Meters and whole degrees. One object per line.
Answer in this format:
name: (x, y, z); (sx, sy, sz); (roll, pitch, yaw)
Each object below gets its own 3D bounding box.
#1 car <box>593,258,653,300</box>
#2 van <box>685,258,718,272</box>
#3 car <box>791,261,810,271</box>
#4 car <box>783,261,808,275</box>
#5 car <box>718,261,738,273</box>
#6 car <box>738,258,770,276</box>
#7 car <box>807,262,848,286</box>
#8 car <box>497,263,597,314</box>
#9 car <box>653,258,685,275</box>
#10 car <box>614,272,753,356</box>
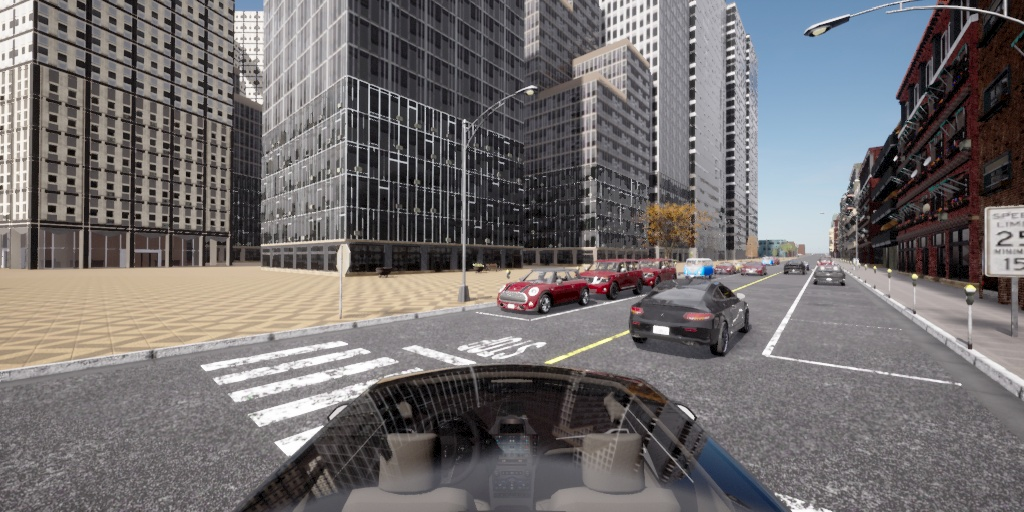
car: (4.971, 1.069, 18.044); (2.192, 1.841, 5.009); (0, 0, 41)
van: (16.068, 1.095, 30.844); (1.690, 1.789, 3.998); (0, 0, 41)
car: (39.300, 1.333, 48.825); (1.895, 1.301, 4.718); (0, 0, 41)
car: (31.163, 1.250, 39.437); (1.837, 1.490, 4.892); (0, 0, 41)
car: (23.466, 1.331, 39.377); (1.802, 1.307, 4.207); (0, 0, 41)
car: (25.197, 1.275, 37.268); (1.812, 1.442, 4.674); (0, 0, 41)
car: (22.413, 1.304, 25.369); (2.007, 1.370, 4.403); (0, 0, 41)
car: (1.273, 1.193, 13.778); (1.967, 1.591, 4.097); (0, 0, 41)
car: (8.670, 1.070, 22.311); (2.192, 1.841, 5.009); (0, 0, 41)
car: (4.405, 1.278, 8.705); (1.812, 1.442, 4.674); (0, 0, 41)
